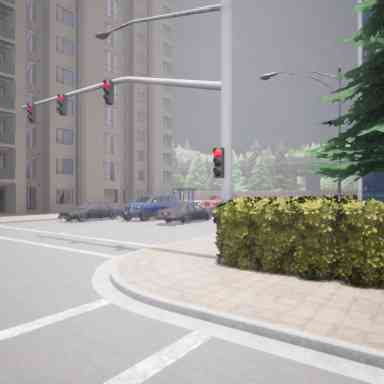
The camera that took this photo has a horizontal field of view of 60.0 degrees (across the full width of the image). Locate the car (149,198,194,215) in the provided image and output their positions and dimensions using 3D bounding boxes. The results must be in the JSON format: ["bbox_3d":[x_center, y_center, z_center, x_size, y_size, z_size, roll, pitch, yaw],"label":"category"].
[{"bbox_3d":[-2.071,1.478,34.462,1.882,1.535,5.008,0,0,36],"label":"car"}]

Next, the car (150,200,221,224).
[{"bbox_3d":[-0.318,1.547,24.662,2.033,1.411,5.357,0,0,36],"label":"car"}]

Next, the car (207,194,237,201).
[{"bbox_3d":[3.091,1.221,35.573,2.150,2.045,5.566,0,0,36],"label":"car"}]

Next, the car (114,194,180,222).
[{"bbox_3d":[-3.254,1.221,26.939,2.150,2.045,5.566,0,0,36],"label":"car"}]

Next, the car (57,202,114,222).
[{"bbox_3d":[-7.875,1.547,26.554,2.033,1.411,5.357,0,0,36],"label":"car"}]
